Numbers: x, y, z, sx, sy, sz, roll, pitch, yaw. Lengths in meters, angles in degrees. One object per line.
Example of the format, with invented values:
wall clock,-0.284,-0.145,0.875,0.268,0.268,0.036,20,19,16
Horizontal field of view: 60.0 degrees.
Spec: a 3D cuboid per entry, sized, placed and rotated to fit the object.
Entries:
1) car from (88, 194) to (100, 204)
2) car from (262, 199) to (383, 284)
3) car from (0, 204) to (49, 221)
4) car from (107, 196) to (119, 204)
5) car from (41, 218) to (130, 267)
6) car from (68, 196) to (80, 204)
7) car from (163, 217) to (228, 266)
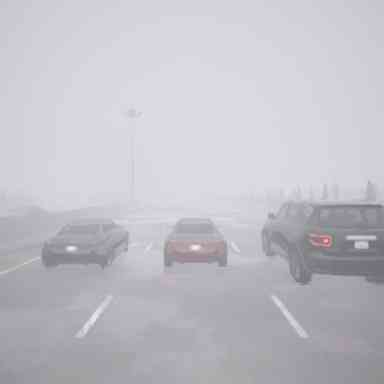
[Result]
car,-18.471,1.342,62.463,2.097,1.767,4.553,0,0,-18
car,3.600,1.218,9.744,2.150,2.045,5.566,0,0,0
car,-10.593,1.519,20.983,1.812,1.442,4.674,0,0,0
car,-15.064,1.489,63.323,2.128,1.511,4.902,0,0,-17
car,-3.397,1.561,11.365,1.994,1.385,4.181,0,0,0
car,-22.918,1.483,64.592,1.812,1.442,4.674,0,0,-19
car,0.104,1.560,11.560,1.994,1.385,4.181,0,0,0
